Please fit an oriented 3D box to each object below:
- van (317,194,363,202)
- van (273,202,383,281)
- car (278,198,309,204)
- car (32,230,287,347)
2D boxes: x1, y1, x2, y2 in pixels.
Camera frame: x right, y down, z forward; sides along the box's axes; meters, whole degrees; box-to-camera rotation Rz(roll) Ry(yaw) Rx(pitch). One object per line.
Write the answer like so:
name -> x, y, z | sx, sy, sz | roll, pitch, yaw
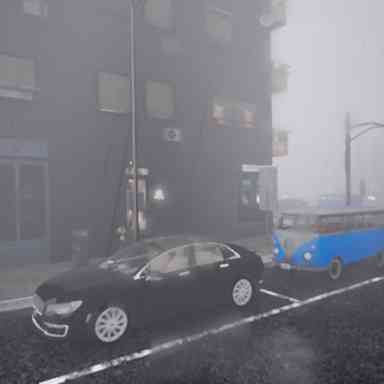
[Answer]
van -> 13.262, 1.087, 30.067 | 1.690, 1.788, 3.998 | -1, 1, -35
van -> 4.021, 1.304, 9.434 | 3.998, 1.788, 1.690 | 0, -1, -35
car -> 10.088, 1.286, 34.587 | 1.947, 1.339, 4.313 | -1, 1, -35
car -> -0.540, 1.538, 6.184 | 4.403, 1.369, 2.008 | 0, -1, -35
